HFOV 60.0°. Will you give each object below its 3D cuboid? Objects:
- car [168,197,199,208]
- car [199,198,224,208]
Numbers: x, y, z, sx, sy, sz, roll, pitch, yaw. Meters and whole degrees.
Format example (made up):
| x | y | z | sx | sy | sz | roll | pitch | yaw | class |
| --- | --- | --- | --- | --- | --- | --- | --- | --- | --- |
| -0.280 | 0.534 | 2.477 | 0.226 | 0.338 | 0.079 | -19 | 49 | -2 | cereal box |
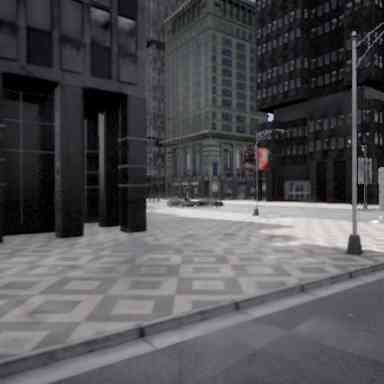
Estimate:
| x | y | z | sx | sy | sz | roll | pitch | yaw | class |
| --- | --- | --- | --- | --- | --- | --- | --- | --- | --- |
| -1.540 | 1.437 | 45.726 | 1.837 | 1.490 | 4.892 | 0 | 0 | -35 | car |
| 2.291 | 1.519 | 45.931 | 1.895 | 1.301 | 4.718 | 0 | 0 | -35 | car |
